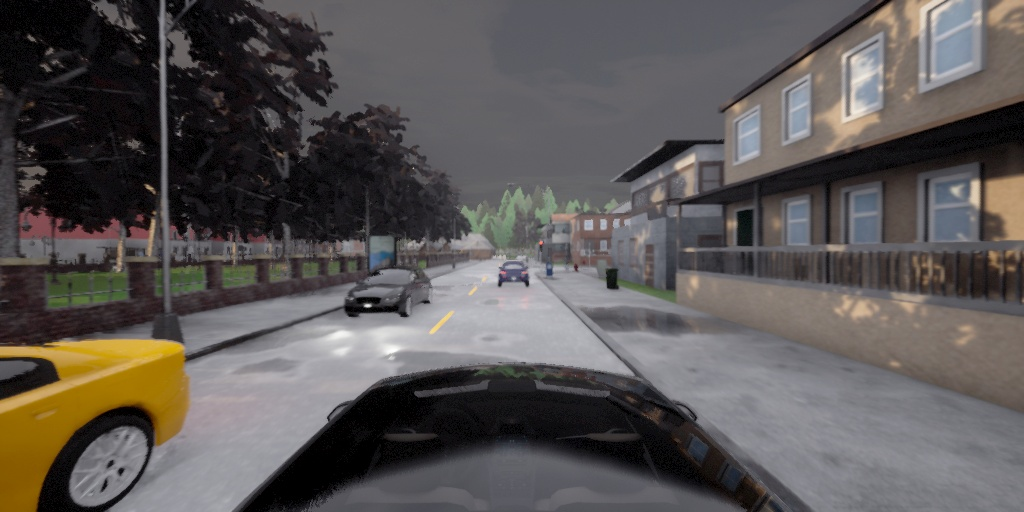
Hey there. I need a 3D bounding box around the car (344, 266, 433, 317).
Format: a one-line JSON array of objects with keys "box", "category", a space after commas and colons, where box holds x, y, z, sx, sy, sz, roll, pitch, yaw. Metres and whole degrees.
[{"box": [-4.094, 1.144, 12.613, 1.837, 1.490, 4.892, 0, 0, 0], "category": "car"}]

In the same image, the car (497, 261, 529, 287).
[{"box": [0.088, 1.051, 22.150, 1.812, 1.442, 4.674, 0, 1, 0], "category": "car"}]

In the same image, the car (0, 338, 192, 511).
[{"box": [-4.098, 1.239, 1.399, 1.882, 1.535, 5.008, 0, 0, 0], "category": "car"}]
